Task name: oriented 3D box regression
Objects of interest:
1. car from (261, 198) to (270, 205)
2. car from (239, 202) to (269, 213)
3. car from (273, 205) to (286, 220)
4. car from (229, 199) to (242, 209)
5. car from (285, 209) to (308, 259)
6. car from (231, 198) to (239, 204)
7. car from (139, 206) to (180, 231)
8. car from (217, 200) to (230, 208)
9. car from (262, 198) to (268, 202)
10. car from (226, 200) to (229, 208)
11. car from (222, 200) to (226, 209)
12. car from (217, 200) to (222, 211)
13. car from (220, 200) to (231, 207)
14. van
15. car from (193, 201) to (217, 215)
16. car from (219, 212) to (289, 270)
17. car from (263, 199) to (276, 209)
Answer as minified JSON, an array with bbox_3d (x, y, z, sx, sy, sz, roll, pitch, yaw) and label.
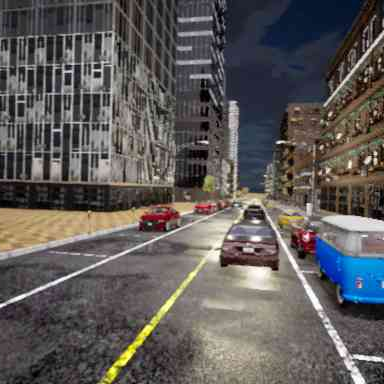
[{"bbox_3d":[20.316,2.625,91.941,2.192,1.841,5.009,1,-1,11],"label":"car"},{"bbox_3d":[5.363,1.862,28.581,1.837,1.490,4.892,2,0,12],"label":"car"},{"bbox_3d":[7.343,1.933,24.989,1.752,1.417,4.829,1,-1,11],"label":"car"},{"bbox_3d":[7.909,2.122,58.020,2.128,1.511,4.902,2,0,11],"label":"car"},{"bbox_3d":[5.145,1.704,13.637,1.967,1.590,4.097,1,-1,11],"label":"car"},{"bbox_3d":[12.115,2.542,93.485,1.752,1.417,4.829,1,-1,11],"label":"car"},{"bbox_3d":[-1.940,1.588,20.938,1.887,1.381,4.507,1,-1,11],"label":"car"},{"bbox_3d":[5.646,2.105,60.092,1.887,1.381,4.507,1,-1,11],"label":"car"},{"bbox_3d":[15.978,2.548,69.566,1.887,1.381,4.507,1,-1,11],"label":"car"},{"bbox_3d":[4.530,2.008,54.331,1.752,1.417,4.829,1,-1,11],"label":"car"},{"bbox_3d":[3.479,1.954,48.904,1.887,1.381,4.507,1,-1,11],"label":"car"},{"bbox_3d":[2.395,1.885,43.311,2.008,1.369,4.403,1,-1,11],"label":"car"},{"bbox_3d":[6.729,2.219,65.685,1.802,1.307,4.206,1,-1,11],"label":"car"},{"bbox_3d":[4.063,1.534,8.044,1.690,1.788,3.998,1,-1,11],"label":"van"},{"bbox_3d":[1.311,1.805,37.718,1.887,1.381,4.507,1,-1,11],"label":"car"},{"bbox_3d":[2.065,1.687,11.696,2.033,1.411,5.357,2,0,11],"label":"car"},{"bbox_3d":[13.844,2.379,58.547,1.752,1.417,4.829,1,-1,11],"label":"car"}]
